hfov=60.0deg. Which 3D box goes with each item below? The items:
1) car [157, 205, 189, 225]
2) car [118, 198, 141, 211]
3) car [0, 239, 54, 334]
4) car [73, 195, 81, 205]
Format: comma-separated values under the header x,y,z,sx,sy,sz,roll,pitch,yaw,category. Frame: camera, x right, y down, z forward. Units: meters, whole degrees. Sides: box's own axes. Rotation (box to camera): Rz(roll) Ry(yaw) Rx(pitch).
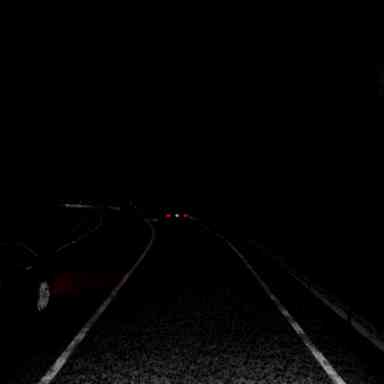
x,y,z,sx,sy,sz,roll,pitch,yaw,category
-1.509,1.647,24.890,2.033,1.411,5.357,1,0,-12,car
-7.826,1.567,41.708,2.128,1.511,4.902,3,-1,-27,car
-3.645,1.519,4.777,1.837,1.490,4.892,0,0,-1,car
-18.822,0.994,51.406,2.097,1.767,4.553,5,-2,-41,car
